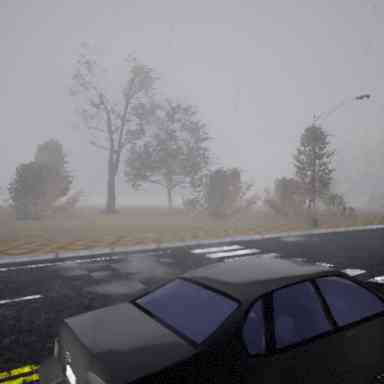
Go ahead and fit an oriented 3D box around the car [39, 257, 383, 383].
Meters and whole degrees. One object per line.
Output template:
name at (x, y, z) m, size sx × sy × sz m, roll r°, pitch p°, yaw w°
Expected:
car at (1.099, 1.575, 4.130) m, size 5.357 × 1.411 × 2.033 m, roll 1°, pitch 0°, yaw -34°
